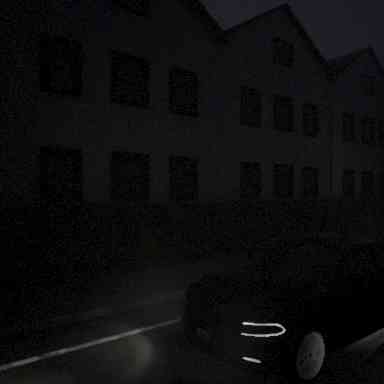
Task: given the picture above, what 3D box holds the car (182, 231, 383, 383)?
[{"bbox_3d":[2.157,1.487,5.575,5.008,1.535,1.882,0,0,-36],"label":"car"}]
